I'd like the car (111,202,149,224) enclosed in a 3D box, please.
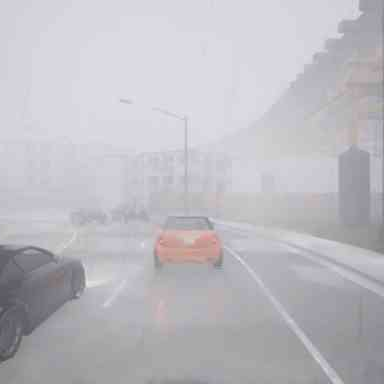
[{"bbox_3d":[-5.330,1.657,28.096,2.097,1.767,4.553,0,-1,-30],"label":"car"}]

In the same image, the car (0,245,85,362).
[{"bbox_3d":[-3.423,1.630,5.974,1.994,1.385,4.181,0,-1,0],"label":"car"}]

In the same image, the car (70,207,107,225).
[{"bbox_3d":[-8.477,1.893,26.815,1.895,1.301,4.718,0,-1,-31],"label":"car"}]

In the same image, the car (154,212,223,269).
[{"bbox_3d":[-0.218,1.483,11.851,2.097,1.767,4.553,0,0,-3],"label":"car"}]
